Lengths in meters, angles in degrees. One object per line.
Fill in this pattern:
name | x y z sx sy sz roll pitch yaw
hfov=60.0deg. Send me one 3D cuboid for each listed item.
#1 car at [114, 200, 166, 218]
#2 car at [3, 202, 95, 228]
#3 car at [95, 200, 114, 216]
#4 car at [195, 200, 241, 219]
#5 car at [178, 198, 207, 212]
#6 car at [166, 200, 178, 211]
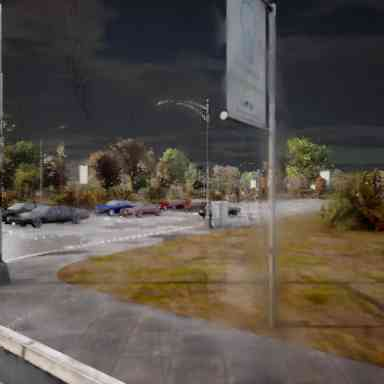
car | -4.739 1.597 30.759 1.994 1.385 4.181 0 0 33
car | -9.658 1.580 22.981 2.033 1.411 5.357 0 0 32
car | -7.452 1.516 33.026 1.882 1.535 5.008 0 0 32
car | 2.496 1.624 28.767 1.895 1.301 4.718 0 0 33
car | 0.854 1.512 39.601 1.882 1.535 5.008 0 0 32
car | -2.048 1.641 41.564 1.895 1.301 4.718 0 0 32
